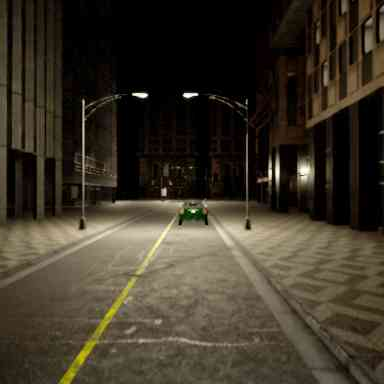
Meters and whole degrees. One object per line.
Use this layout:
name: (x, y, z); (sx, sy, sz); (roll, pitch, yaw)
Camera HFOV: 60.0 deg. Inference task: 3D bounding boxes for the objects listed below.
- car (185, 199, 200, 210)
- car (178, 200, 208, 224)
car: (0.084, 1.685, 45.341); (1.895, 1.301, 4.718); (0, 0, 0)
car: (0.091, 1.390, 24.918); (2.097, 1.767, 4.553); (0, 0, 0)
